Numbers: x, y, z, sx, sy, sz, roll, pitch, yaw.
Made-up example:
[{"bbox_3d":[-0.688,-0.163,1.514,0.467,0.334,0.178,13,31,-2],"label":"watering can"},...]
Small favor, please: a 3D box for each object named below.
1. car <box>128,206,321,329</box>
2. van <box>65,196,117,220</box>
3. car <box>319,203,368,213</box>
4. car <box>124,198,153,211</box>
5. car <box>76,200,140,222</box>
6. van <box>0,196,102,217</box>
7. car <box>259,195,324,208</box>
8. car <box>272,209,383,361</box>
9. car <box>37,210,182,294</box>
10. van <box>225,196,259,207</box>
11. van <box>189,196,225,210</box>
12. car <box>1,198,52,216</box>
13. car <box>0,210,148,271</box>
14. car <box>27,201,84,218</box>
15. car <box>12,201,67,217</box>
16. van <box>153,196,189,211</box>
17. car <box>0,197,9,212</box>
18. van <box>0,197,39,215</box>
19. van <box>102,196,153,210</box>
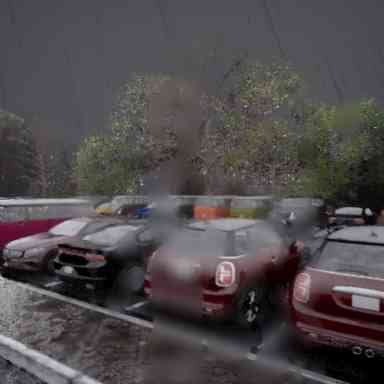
[{"bbox_3d":[1.074,1.366,7.397,2.185,1.767,4.553,0,0,35],"label":"car"},{"bbox_3d":[-9.272,1.388,30.907,1.878,1.987,4.442,-1,-1,35],"label":"van"},{"bbox_3d":[8.741,1.489,18.027,2.097,1.535,5.008,0,0,35],"label":"car"},{"bbox_3d":[-2.548,1.494,26.019,2.097,1.535,5.008,-1,-1,35],"label":"car"},{"bbox_3d":[-7.180,1.571,29.060,1.946,1.575,5.366,-1,-1,35],"label":"car"},{"bbox_3d":[-5.777,1.253,12.134,1.878,1.987,4.442,0,0,35],"label":"van"},{"bbox_3d":[6.364,1.233,19.679,2.435,2.045,5.566,0,0,35],"label":"car"},{"bbox_3d":[3.341,1.370,5.795,2.185,1.767,4.553,0,0,35],"label":"car"},{"bbox_3d":[-1.179,1.487,9.021,2.097,1.535,5.008,0,0,35],"label":"car"},{"bbox_3d":[4.185,1.254,21.397,1.878,1.987,4.442,0,0,35],"label":"van"},{"bbox_3d":[2.025,1.250,22.923,1.878,1.987,4.442,0,0,35],"label":"van"},{"bbox_3d":[-18.405,1.649,37.180,2.185,1.767,4.553,-1,-1,35],"label":"car"},{"bbox_3d":[-3.441,1.523,10.630,2.002,1.452,4.674,0,0,35],"label":"car"},{"bbox_3d":[-13.864,1.694,34.003,2.097,1.535,5.008,-1,-1,35],"label":"car"},{"bbox_3d":[-16.228,1.736,35.674,2.097,1.535,5.008,-1,-1,35],"label":"car"},{"bbox_3d":[-0.481,1.245,24.408,1.878,1.987,4.442,0,0,35],"label":"van"},{"bbox_3d":[-27.417,1.692,43.622,2.435,2.045,5.566,-1,-1,35],"label":"car"},{"bbox_3d":[-20.582,1.589,38.901,1.878,1.987,4.442,-1,-1,35],"label":"van"},{"bbox_3d":[-4.883,1.308,27.520,1.878,1.987,4.442,-1,-1,35],"label":"van"}]
